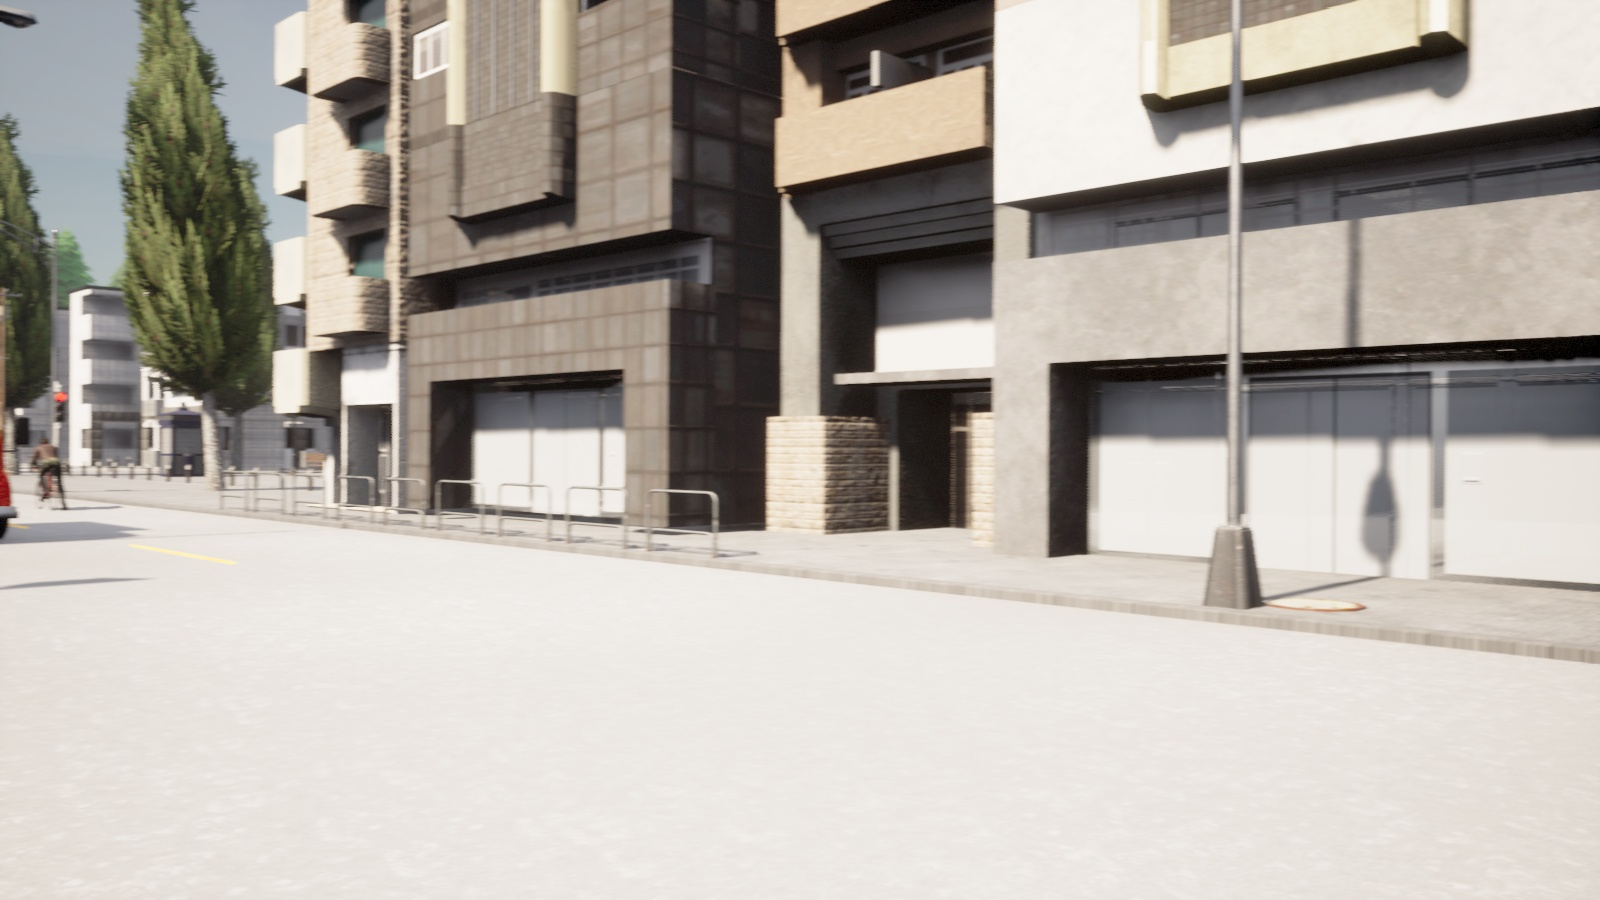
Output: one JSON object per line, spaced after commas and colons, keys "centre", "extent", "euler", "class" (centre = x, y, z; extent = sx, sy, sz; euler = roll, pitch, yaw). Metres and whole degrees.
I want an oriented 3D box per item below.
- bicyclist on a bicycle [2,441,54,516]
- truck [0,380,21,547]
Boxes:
{"centre": [-17.060, 0.611, 27.729], "extent": [1.656, 1.620, 0.582], "euler": [0, 0, 44], "class": "bicyclist on a bicycle"}
{"centre": [-14.349, 0.194, 19.540], "extent": [5.204, 2.467, 2.627], "euler": [0, 0, 44], "class": "truck"}
